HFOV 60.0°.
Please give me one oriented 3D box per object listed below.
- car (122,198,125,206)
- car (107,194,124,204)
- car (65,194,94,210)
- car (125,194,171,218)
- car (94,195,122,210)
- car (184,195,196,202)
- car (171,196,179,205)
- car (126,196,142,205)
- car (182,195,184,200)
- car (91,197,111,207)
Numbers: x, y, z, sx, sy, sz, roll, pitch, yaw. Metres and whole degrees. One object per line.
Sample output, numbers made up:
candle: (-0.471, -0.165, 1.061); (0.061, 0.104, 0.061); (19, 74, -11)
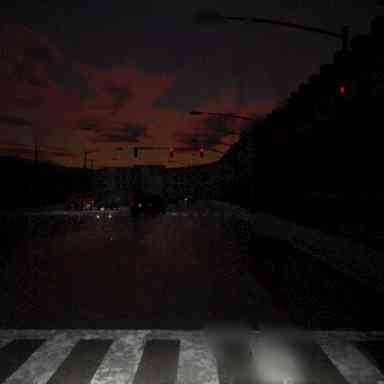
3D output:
car: (-10.631, 1.601, 51.401); (1.895, 1.301, 4.718); (0, 0, 0)
car: (-14.125, 1.352, 61.871); (2.097, 1.767, 4.553); (0, 0, 0)
car: (-14.132, 1.221, 42.089); (2.150, 2.045, 5.566); (0, 0, 1)
car: (-3.940, 1.221, 30.797); (2.150, 2.045, 5.566); (0, 0, 10)
car: (-10.628, 1.526, 42.296); (1.812, 1.442, 4.674); (0, 0, 0)
car: (-0.113, 1.518, 73.392); (2.128, 1.511, 4.902); (0, 0, -3)
car: (-3.470, 1.505, 59.084); (1.837, 1.490, 4.892); (0, 0, 0)
car: (-10.625, 1.547, 61.743); (2.033, 1.411, 5.357); (0, 0, 0)
car: (-1.379, 1.390, 83.471); (2.128, 1.511, 4.902); (0, 0, -17)
car: (-14.133, 1.505, 51.898); (1.837, 1.490, 4.892); (0, 0, 0)
